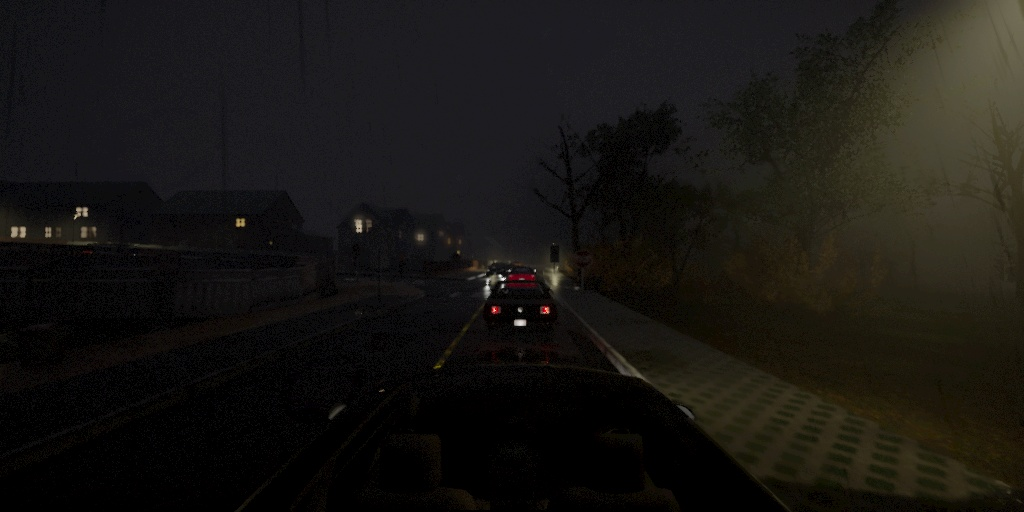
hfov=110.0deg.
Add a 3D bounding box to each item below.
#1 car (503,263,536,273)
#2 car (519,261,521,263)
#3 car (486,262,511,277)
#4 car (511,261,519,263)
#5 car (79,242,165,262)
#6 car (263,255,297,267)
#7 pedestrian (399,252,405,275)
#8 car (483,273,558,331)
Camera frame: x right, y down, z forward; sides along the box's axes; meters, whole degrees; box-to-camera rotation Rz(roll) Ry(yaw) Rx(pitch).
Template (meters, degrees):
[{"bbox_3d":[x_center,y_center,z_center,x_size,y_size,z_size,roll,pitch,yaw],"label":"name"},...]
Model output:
[{"bbox_3d":[0.697,1.383,24.009,1.994,1.385,4.181,0,0,3],"label":"car"},{"bbox_3d":[0.687,1.533,59.211,1.882,1.535,5.008,0,-1,7],"label":"car"},{"bbox_3d":[-1.469,1.400,36.962,1.812,1.442,4.674,0,0,4],"label":"car"},{"bbox_3d":[-0.640,1.506,46.919,1.994,1.385,4.181,0,0,6],"label":"car"},{"bbox_3d":[-26.140,-0.048,24.032,4.553,1.767,2.097,3,0,1],"label":"car"},{"bbox_3d":[-14.179,0.693,23.731,4.674,1.442,1.812,3,0,1],"label":"car"},{"bbox_3d":[-9.055,0.602,29.472,0.375,1.860,0.375,0,-3,1],"label":"pedestrian"},{"bbox_3d":[0.250,1.374,11.083,1.895,1.301,4.718,0,0,1],"label":"car"}]
